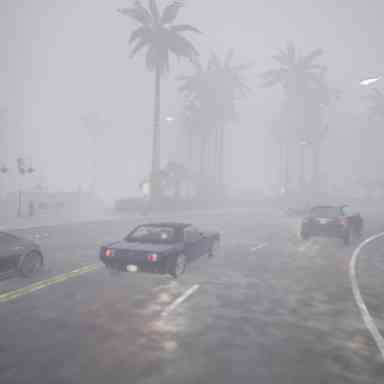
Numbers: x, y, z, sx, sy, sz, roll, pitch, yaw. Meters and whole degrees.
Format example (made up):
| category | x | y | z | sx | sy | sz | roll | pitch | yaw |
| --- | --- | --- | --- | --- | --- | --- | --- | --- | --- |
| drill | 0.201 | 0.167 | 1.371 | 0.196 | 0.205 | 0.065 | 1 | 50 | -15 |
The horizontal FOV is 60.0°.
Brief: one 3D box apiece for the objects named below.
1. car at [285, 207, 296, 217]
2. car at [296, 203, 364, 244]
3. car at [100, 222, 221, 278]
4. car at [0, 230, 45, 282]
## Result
| category | x | y | z | sx | sy | sz | roll | pitch | yaw |
| --- | --- | --- | --- | --- | --- | --- | --- | --- | --- |
| car | 10.452 | 1.623 | 29.807 | 4.718 | 1.301 | 1.895 | 0 | 0 | -37 |
| car | 7.031 | 1.373 | 16.424 | 2.097 | 1.767 | 4.553 | 1 | 0 | 35 |
| car | -0.619 | 1.578 | 10.193 | 1.895 | 1.301 | 4.718 | 0 | 0 | 22 |
| car | -5.395 | 1.512 | 7.431 | 1.994 | 1.385 | 4.181 | 0 | 0 | 18 |
